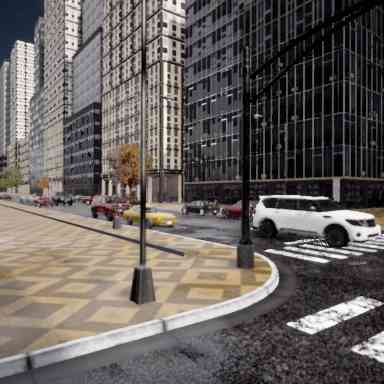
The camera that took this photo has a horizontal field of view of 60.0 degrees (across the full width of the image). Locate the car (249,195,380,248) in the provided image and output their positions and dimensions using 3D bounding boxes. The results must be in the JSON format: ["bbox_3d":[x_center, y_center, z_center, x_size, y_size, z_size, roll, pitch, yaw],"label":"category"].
[{"bbox_3d":[5.310,1.174,15.055,2.150,2.045,5.566,0,0,-40],"label":"car"}]

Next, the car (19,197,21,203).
[{"bbox_3d":[-26.327,1.184,53.014,2.008,1.369,4.403,1,0,-36],"label":"car"}]

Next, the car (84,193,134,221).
[{"bbox_3d":[-6.159,1.171,25.576,2.192,1.841,5.009,1,0,-36],"label":"car"}]

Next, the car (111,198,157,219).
[{"bbox_3d":[-5.082,1.359,28.638,1.837,1.490,4.892,0,0,-36],"label":"car"}]

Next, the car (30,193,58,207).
[{"bbox_3d":[-19.579,1.256,43.888,1.887,1.381,4.507,1,0,-36],"label":"car"}]

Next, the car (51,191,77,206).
[{"bbox_3d":[-18.630,0.920,47.116,2.150,2.045,5.566,0,0,-36],"label":"car"}]

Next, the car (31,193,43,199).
[{"bbox_3d":[-39.830,0.963,85.369,1.947,1.339,4.313,1,0,-36],"label":"car"}]

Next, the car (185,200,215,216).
[{"bbox_3d":[0.737,1.437,30.676,2.008,1.369,4.403,1,0,-36],"label":"car"}]

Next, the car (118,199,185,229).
[{"bbox_3d":[-2.708,1.415,20.856,1.752,1.417,4.829,1,0,-36],"label":"car"}]

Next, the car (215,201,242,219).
[{"bbox_3d":[4.138,1.360,26.129,1.967,1.590,4.097,1,0,-36],"label":"car"}]

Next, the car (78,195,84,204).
[{"bbox_3d":[-16.212,1.248,53.429,1.887,1.381,4.507,1,0,-36],"label":"car"}]

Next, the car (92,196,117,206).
[{"bbox_3d":[-12.939,1.266,49.003,1.752,1.417,4.829,1,0,-36],"label":"car"}]

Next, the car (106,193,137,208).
[{"bbox_3d":[-9.461,1.094,44.304,2.192,1.841,5.009,1,0,-36],"label":"car"}]

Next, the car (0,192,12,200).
[{"bbox_3d":[-39.826,1.005,71.268,1.887,1.381,4.507,1,0,-36],"label":"car"}]

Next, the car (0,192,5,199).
[{"bbox_3d":[-46.574,0.807,80.396,1.967,1.590,4.097,1,0,-36],"label":"car"}]

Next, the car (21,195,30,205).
[{"bbox_3d":[-22.953,1.224,48.451,2.008,1.369,4.403,1,0,-36],"label":"car"}]

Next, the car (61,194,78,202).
[{"bbox_3d":[-23.061,1.146,62.692,1.752,1.417,4.829,1,0,-36],"label":"car"}]
